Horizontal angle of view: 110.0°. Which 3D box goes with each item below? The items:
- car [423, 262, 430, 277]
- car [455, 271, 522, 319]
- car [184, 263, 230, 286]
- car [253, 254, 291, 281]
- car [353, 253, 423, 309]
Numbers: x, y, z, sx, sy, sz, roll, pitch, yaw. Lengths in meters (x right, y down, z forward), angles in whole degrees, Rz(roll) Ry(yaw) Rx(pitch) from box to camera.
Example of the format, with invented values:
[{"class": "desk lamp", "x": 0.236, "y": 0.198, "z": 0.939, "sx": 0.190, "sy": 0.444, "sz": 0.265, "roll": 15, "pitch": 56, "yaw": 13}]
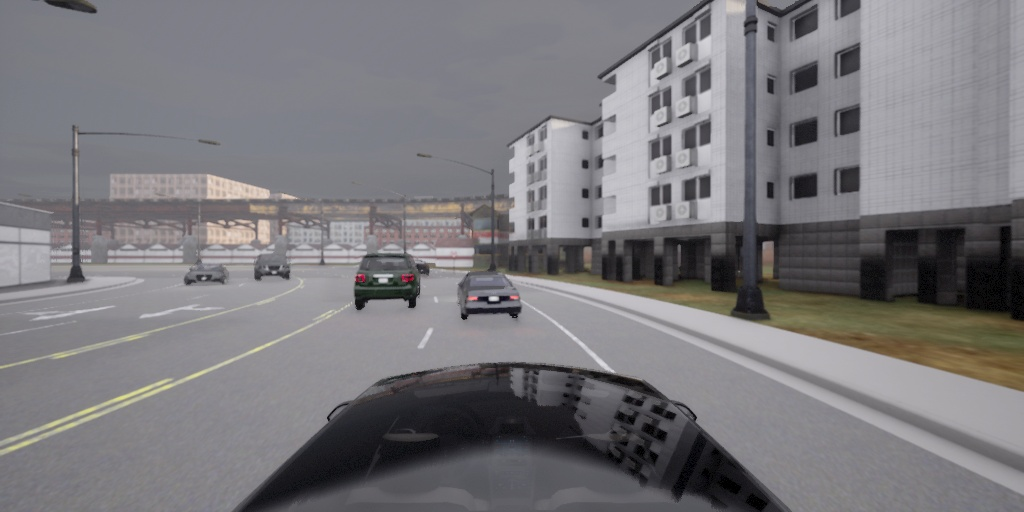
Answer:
[{"class": "car", "x": -9.098, "y": 1.061, "z": 32.679, "sx": 1.882, "sy": 1.535, "sz": 5.008, "roll": 0, "pitch": 0, "yaw": -33}, {"class": "car", "x": -0.962, "y": 1.240, "z": 12.582, "sx": 2.033, "sy": 1.411, "sz": 5.357, "roll": 0, "pitch": 0, "yaw": -10}, {"class": "car", "x": -20.389, "y": 1.196, "z": 24.156, "sx": 1.994, "sy": 1.385, "sz": 4.181, "roll": 0, "pitch": 0, "yaw": -33}, {"class": "car", "x": -18.942, "y": 0.833, "z": 28.326, "sx": 2.150, "sy": 2.045, "sz": 5.566, "roll": 0, "pitch": 0, "yaw": -37}, {"class": "car", "x": -4.988, "y": 0.903, "z": 14.842, "sx": 2.150, "sy": 2.045, "sz": 5.566, "roll": 0, "pitch": 0, "yaw": -13}]
